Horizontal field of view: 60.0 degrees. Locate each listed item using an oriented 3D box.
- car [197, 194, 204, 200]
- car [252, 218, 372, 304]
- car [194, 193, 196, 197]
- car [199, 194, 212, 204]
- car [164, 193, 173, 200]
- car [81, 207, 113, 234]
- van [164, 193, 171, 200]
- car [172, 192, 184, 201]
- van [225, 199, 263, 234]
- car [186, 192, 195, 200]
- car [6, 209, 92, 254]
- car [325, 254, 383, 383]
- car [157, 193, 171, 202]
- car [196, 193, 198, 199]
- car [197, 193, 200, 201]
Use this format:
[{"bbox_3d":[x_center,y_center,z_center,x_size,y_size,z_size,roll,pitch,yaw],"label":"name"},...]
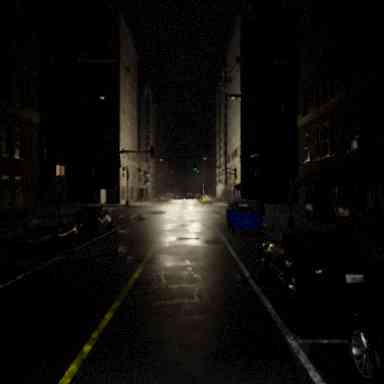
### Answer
[{"bbox_3d":[2.193,1.352,91.139,1.802,1.307,4.206,0,0,-1],"label":"car"},{"bbox_3d":[2.855,1.548,7.900,1.947,1.339,4.313,0,0,0],"label":"car"},{"bbox_3d":[2.269,1.338,85.614,2.008,1.369,4.403,0,0,-1],"label":"car"},{"bbox_3d":[2.646,1.391,58.157,1.752,1.417,4.829,0,0,-1],"label":"car"},{"bbox_3d":[-6.332,1.085,91.022,2.192,1.841,5.009,0,0,-1],"label":"car"},{"bbox_3d":[-5.671,1.524,18.788,1.947,1.339,4.313,0,0,0],"label":"car"},{"bbox_3d":[-6.256,1.129,85.497,1.690,1.788,3.998,0,0,-1],"label":"van"},{"bbox_3d":[-3.500,1.307,79.219,1.837,1.490,4.892,0,0,-1],"label":"car"},{"bbox_3d":[2.854,1.300,18.797,1.690,1.788,3.998,0,0,0],"label":"van"},{"bbox_3d":[-0.615,1.303,87.479,1.812,1.442,4.674,0,0,-1],"label":"car"},{"bbox_3d":[-5.670,1.552,13.337,1.802,1.307,4.206,0,0,0],"label":"car"},{"bbox_3d":[2.855,1.560,2.452,1.947,1.339,4.313,0,0,0],"label":"car"},{"bbox_3d":[-6.029,1.152,68.921,2.192,1.841,5.009,0,0,-1],"label":"car"},{"bbox_3d":[2.496,1.388,69.038,2.008,1.369,4.403,0,0,-1],"label":"car"},{"bbox_3d":[2.572,1.292,63.512,1.967,1.590,4.097,0,0,-1],"label":"car"}]
